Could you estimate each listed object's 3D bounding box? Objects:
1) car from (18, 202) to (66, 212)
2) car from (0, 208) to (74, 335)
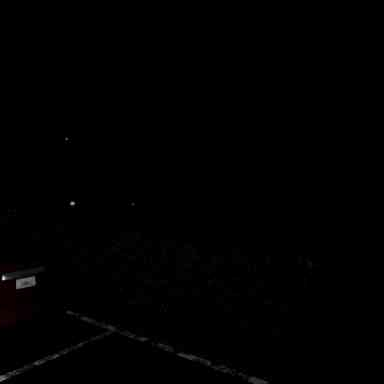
[{"bbox_3d":[-15.503,1.738,33.542,2.033,1.411,5.357,-1,-1,37],"label":"car"},{"bbox_3d":[-4.187,1.316,5.942,5.009,1.841,2.192,0,-1,36],"label":"car"}]
